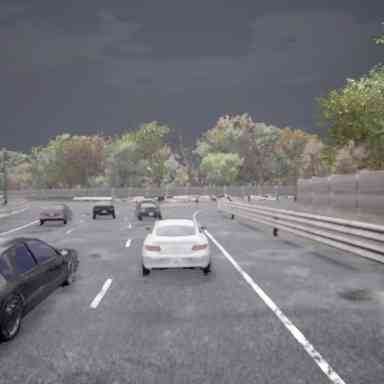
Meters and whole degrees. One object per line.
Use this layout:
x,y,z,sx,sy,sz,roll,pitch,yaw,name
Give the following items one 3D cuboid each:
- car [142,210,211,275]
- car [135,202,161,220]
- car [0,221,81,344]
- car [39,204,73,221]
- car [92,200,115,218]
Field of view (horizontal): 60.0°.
-0.492,1.513,10.332,1.812,1.442,4.674,-1,0,-3,car
-3.702,1.520,27.716,1.812,1.442,4.674,-1,0,-15,car
-3.711,1.579,6.348,2.033,1.411,5.357,-1,0,-4,car
-10.195,1.621,25.186,2.033,1.411,5.357,-1,0,-14,car
-8.127,1.518,30.624,1.882,1.535,5.008,-1,0,-16,car
